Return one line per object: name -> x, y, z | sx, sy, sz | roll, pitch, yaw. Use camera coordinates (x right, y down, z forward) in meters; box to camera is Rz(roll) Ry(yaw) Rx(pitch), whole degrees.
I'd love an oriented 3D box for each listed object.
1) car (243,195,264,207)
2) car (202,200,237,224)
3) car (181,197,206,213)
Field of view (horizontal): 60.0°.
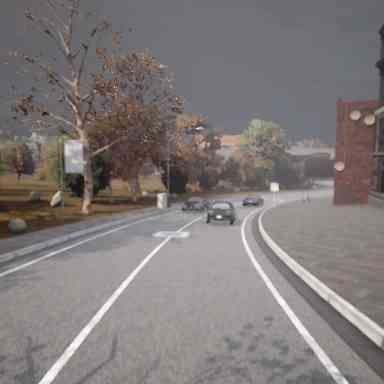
car -> 7.708, 1.018, 41.279 | 1.994, 1.385, 4.181 | 2, 3, 23
car -> 2.145, 1.385, 23.445 | 1.812, 1.442, 4.674 | 1, 1, 10
car -> 0.406, 1.188, 31.751 | 1.994, 1.385, 4.181 | 2, 2, 16
